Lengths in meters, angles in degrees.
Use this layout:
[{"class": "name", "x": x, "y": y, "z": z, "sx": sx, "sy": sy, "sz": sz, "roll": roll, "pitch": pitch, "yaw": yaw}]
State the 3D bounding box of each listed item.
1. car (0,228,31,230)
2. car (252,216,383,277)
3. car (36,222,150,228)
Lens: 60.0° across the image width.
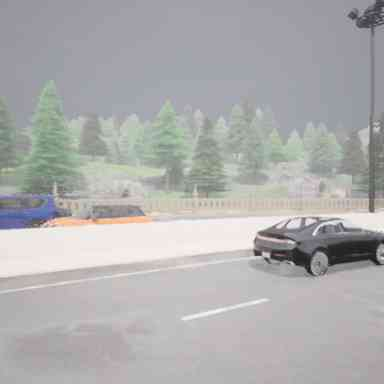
[{"class": "car", "x": -8.747, "y": 1.148, "z": 14.799, "sx": 5.566, "sy": 2.045, "sz": 2.150, "roll": 0, "pitch": 0, "yaw": -33}, {"class": "car", "x": 4.102, "y": 1.495, "z": 10.170, "sx": 4.902, "sy": 1.511, "sz": 2.128, "roll": 0, "pitch": 0, "yaw": -30}, {"class": "car", "x": -3.884, "y": 1.307, "z": 13.748, "sx": 4.553, "sy": 1.767, "sz": 2.097, "roll": 0, "pitch": 0, "yaw": -32}]
